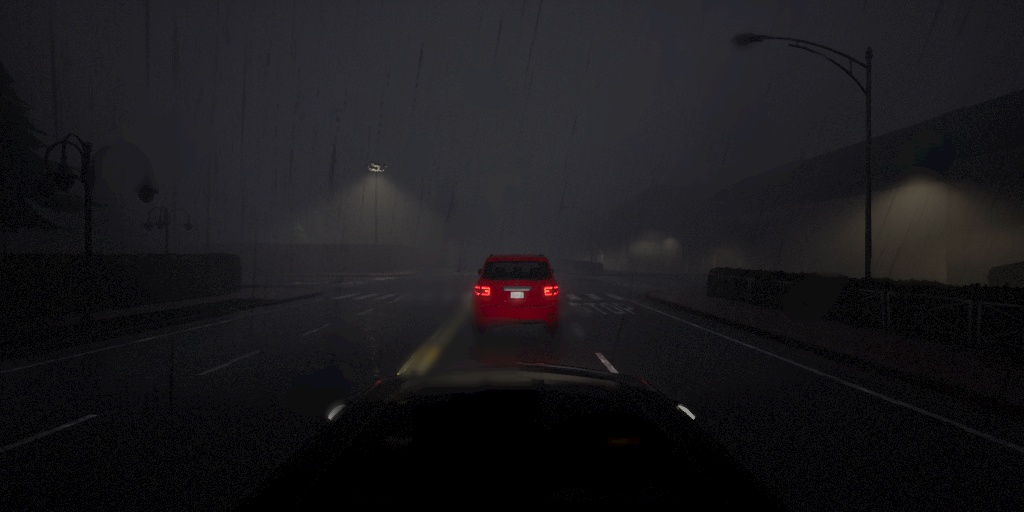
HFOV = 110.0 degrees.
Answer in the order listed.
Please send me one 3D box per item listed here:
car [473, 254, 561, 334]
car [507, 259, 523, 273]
[{"bbox_3d":[0.122,0.971,10.760,2.150,2.045,5.566,0,0,0],"label":"car"},{"bbox_3d":[0.361,1.228,45.613,1.882,1.535,5.008,0,0,1],"label":"car"}]
